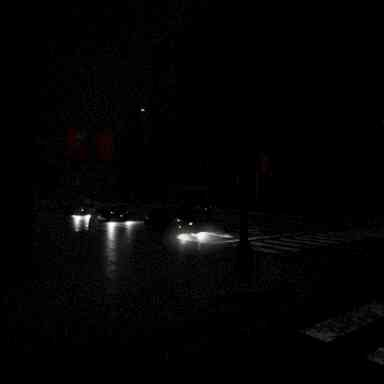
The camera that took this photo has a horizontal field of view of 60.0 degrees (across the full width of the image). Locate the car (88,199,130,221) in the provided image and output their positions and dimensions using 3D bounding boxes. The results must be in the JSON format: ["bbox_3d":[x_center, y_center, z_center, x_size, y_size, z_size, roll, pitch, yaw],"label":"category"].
[{"bbox_3d":[-6.972,1.619,28.311,1.812,1.442,4.674,0,0,-36],"label":"car"}]

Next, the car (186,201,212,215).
[{"bbox_3d":[0.256,1.683,35.302,1.994,1.385,4.181,0,0,-36],"label":"car"}]

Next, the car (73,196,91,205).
[{"bbox_3d":[-21.996,1.612,66.267,2.097,1.767,4.553,0,0,-36],"label":"car"}]

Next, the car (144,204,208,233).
[{"bbox_3d":[-1.236,1.619,20.324,1.994,1.385,4.181,0,0,-36],"label":"car"}]

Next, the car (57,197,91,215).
[{"bbox_3d":[-12.738,1.622,36.347,2.128,1.511,4.902,0,0,-35],"label":"car"}]
